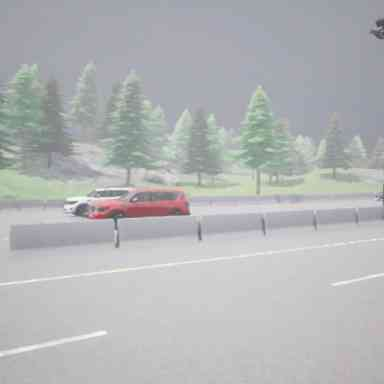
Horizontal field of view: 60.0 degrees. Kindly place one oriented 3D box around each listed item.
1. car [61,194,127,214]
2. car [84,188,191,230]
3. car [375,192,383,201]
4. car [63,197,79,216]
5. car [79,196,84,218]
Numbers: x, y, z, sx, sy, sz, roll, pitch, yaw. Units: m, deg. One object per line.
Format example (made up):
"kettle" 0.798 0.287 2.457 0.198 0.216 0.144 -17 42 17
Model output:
"car" -8.077 0.928 27.485 4.892 1.490 1.837 0 1 -30
"car" -2.757 0.861 18.431 5.566 2.045 2.150 0 1 -30
"car" 28.722 0.506 48.396 4.892 1.490 1.837 -2 2 -29
"car" -6.372 0.717 24.424 5.566 2.045 2.150 0 1 -30
"car" -4.738 1.132 21.334 4.181 1.385 1.994 0 1 -30
